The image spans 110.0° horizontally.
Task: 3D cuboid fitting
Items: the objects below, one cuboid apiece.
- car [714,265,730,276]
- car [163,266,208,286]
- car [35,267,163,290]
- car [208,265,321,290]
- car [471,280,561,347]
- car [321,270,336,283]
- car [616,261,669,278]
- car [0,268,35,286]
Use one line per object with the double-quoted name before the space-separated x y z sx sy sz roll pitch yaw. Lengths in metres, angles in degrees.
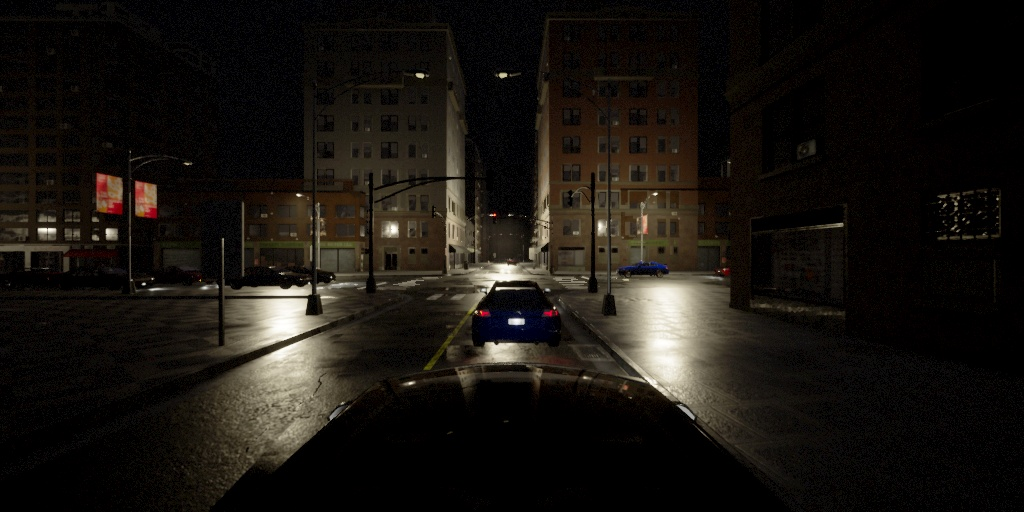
"car" 20.900 1.224 32.746 4.181 1.385 1.994 0 0 0
"car" -23.824 1.398 25.832 4.181 1.385 1.994 0 0 -1
"car" -25.837 1.389 22.578 5.357 1.411 2.033 0 0 0
"car" -15.457 1.349 22.626 5.357 1.411 2.033 0 0 0
"car" 0.097 1.314 9.342 1.994 1.385 4.181 0 0 0
"car" -15.043 1.364 25.876 4.181 1.385 1.994 0 0 0
"car" 11.860 1.217 32.707 4.674 1.442 1.812 0 0 0
"car" -33.716 1.467 25.794 4.718 1.301 1.895 0 0 0
